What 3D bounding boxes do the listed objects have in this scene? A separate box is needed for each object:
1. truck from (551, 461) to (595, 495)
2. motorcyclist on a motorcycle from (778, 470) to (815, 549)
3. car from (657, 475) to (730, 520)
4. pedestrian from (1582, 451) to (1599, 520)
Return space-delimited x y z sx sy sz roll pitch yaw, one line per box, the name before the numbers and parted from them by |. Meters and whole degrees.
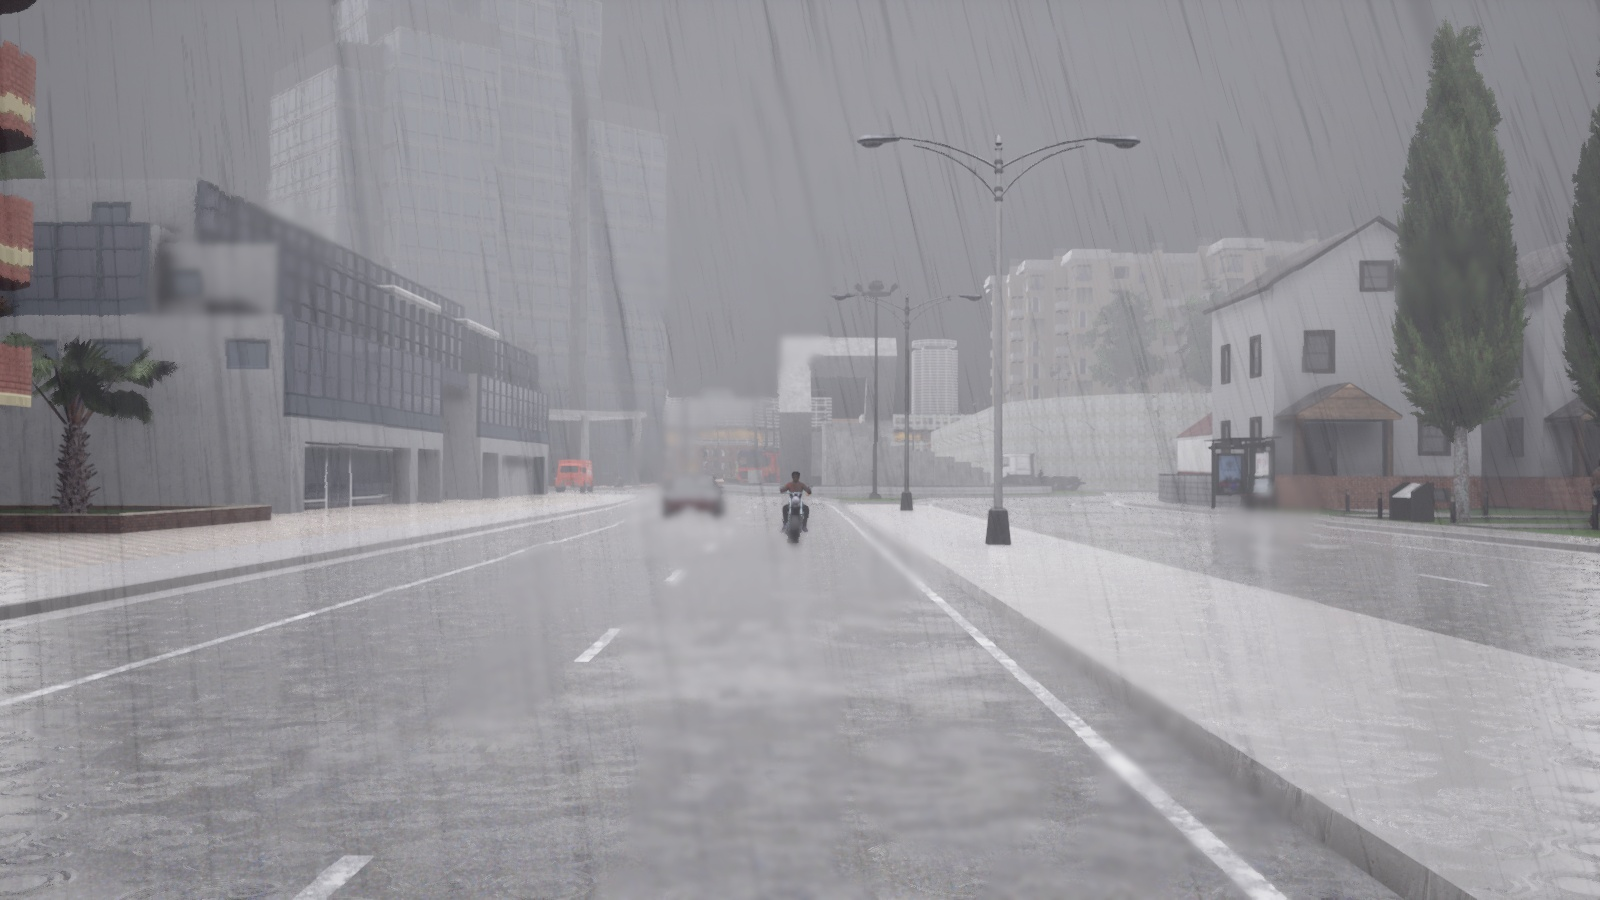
truck | -17.241 2.110 95.627 2.627 2.467 5.204 0 -1 -2
motorcyclist on a motorcycle | -0.084 1.259 27.497 0.766 1.649 2.350 0 -1 0
car | -3.633 1.614 43.768 2.163 1.488 4.792 0 -1 0
pedestrian | 21.260 0.932 33.274 0.869 1.805 0.328 0 -1 0
